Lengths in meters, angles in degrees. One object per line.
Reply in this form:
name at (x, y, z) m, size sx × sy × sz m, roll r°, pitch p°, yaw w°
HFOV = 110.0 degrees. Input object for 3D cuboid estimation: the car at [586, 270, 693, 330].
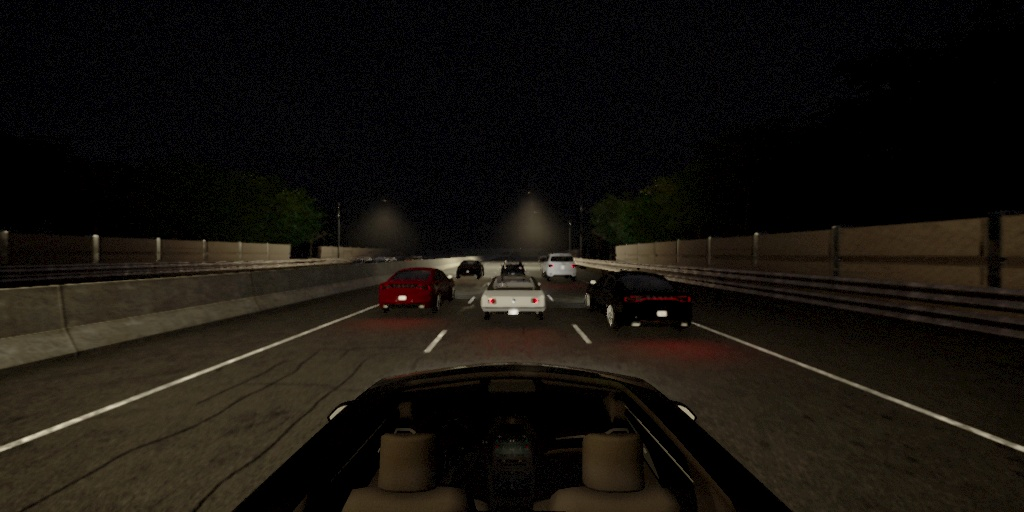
car at (3.551, 1.173, 10.903) m, size 1.882 × 1.535 × 5.008 m, roll 0°, pitch 1°, yaw 1°

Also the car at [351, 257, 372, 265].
car at (-21.068, 0.940, 50.936) m, size 2.128 × 1.511 × 4.902 m, roll 0°, pitch 0°, yaw 0°

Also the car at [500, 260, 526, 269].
car at (0.071, 1.078, 28.807) m, size 2.128 × 1.511 × 4.902 m, roll 0°, pitch 0°, yaw 0°

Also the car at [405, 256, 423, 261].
car at (-14.069, 0.798, 51.535) m, size 2.097 × 1.767 × 4.553 m, roll 0°, pitch 0°, yaw 0°

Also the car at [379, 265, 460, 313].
car at (-3.431, 1.156, 13.749) m, size 1.882 × 1.535 × 5.008 m, roll 0°, pitch 0°, yaw 0°

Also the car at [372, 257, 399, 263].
car at (-17.571, 0.939, 51.028) m, size 2.128 × 1.511 × 4.902 m, roll 0°, pitch 0°, yaw 0°

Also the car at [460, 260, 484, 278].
car at (-3.422, 1.055, 30.292) m, size 1.882 × 1.535 × 5.008 m, roll 0°, pitch 0°, yaw 0°

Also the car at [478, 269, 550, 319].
car at (0.063, 1.287, 12.379) m, size 1.895 × 1.301 × 4.718 m, roll 0°, pitch 0°, yaw 0°

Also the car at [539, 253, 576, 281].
car at (3.567, 0.816, 27.770) m, size 2.150 × 2.045 × 5.566 m, roll 0°, pitch 1°, yaw 0°
